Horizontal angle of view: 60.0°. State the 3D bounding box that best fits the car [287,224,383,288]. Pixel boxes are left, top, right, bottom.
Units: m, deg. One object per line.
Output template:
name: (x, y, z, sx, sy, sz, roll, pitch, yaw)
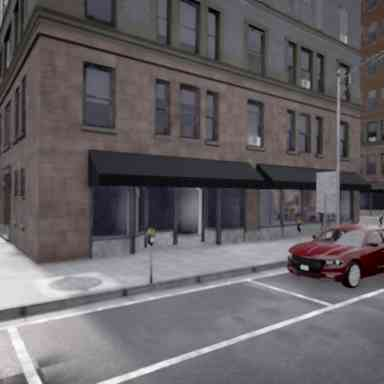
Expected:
car: (4.590, 1.629, 9.464, 4.507, 1.381, 1.887, 1, 0, -36)
